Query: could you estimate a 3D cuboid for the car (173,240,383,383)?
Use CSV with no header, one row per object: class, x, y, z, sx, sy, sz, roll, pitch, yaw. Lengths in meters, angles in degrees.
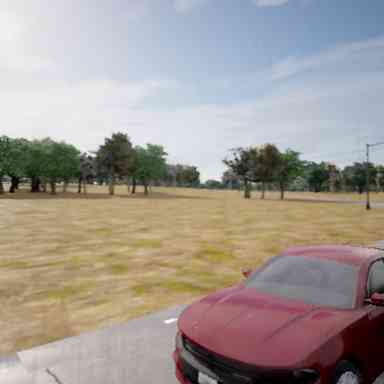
car,1.972,1.552,4.858,5.008,1.535,1.882,1,-1,-43
